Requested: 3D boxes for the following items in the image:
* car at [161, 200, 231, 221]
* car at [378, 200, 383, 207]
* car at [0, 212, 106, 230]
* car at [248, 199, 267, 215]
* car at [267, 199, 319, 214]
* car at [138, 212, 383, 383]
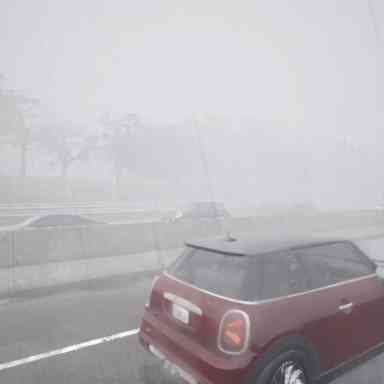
[{"bbox_3d":[0.287,1.359,21.361,4.553,1.767,2.097,0,0,-35],"label":"car"},{"bbox_3d":[30.344,1.658,50.960,4.181,1.385,1.994,0,0,-34],"label":"car"},{"bbox_3d":[-5.593,1.526,12.894,4.674,1.442,1.812,0,0,-35],"label":"car"},{"bbox_3d":[7.826,1.513,34.346,4.902,1.511,2.128,0,0,-38],"label":"car"},{"bbox_3d":[10.148,1.571,32.497,5.357,1.411,2.033,0,0,-35],"label":"car"},{"bbox_3d":[1.606,1.354,4.883,4.553,1.767,2.097,0,0,-35],"label":"car"}]
